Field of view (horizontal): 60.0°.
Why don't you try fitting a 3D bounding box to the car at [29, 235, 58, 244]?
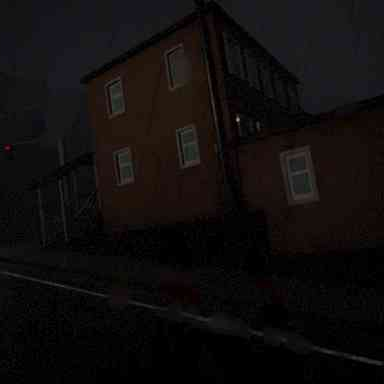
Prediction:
[{"bbox_3d":[-12.105,4.572,29.486,2.128,1.511,4.902,-13,-12,35],"label":"car"}]
